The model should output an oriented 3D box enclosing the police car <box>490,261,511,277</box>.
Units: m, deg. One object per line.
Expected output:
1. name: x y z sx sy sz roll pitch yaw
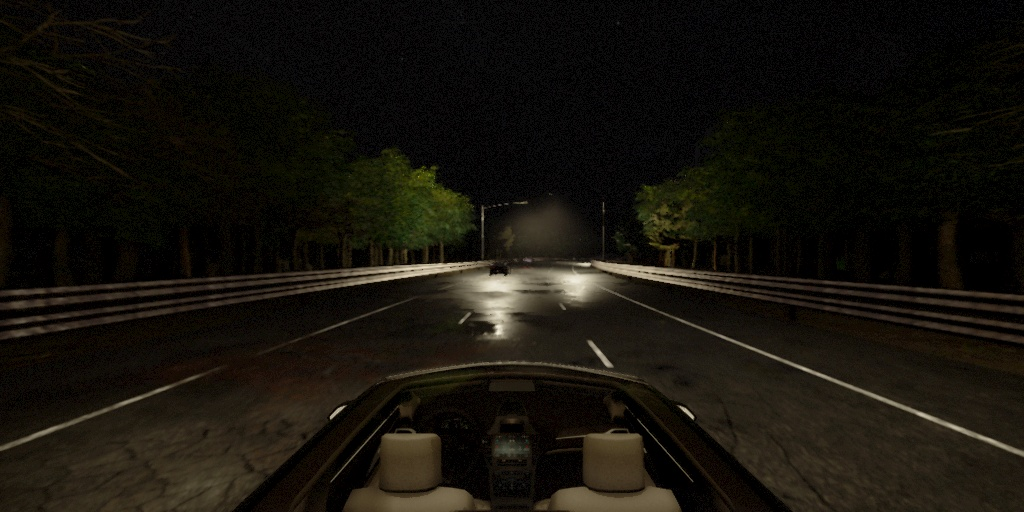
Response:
1. police car: -1.226 1.385 39.875 1.930 1.638 5.238 0 0 6
